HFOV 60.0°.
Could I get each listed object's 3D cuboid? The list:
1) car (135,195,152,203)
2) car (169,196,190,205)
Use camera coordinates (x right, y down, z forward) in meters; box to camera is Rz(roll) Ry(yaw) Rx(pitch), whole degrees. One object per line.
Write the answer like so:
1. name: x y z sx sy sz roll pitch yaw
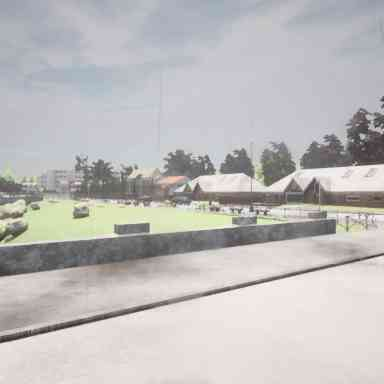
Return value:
1. car: -10.049 1.502 68.996 1.837 1.490 4.892 0 0 -35
2. car: -2.217 1.492 57.988 2.128 1.511 4.902 0 0 -36
